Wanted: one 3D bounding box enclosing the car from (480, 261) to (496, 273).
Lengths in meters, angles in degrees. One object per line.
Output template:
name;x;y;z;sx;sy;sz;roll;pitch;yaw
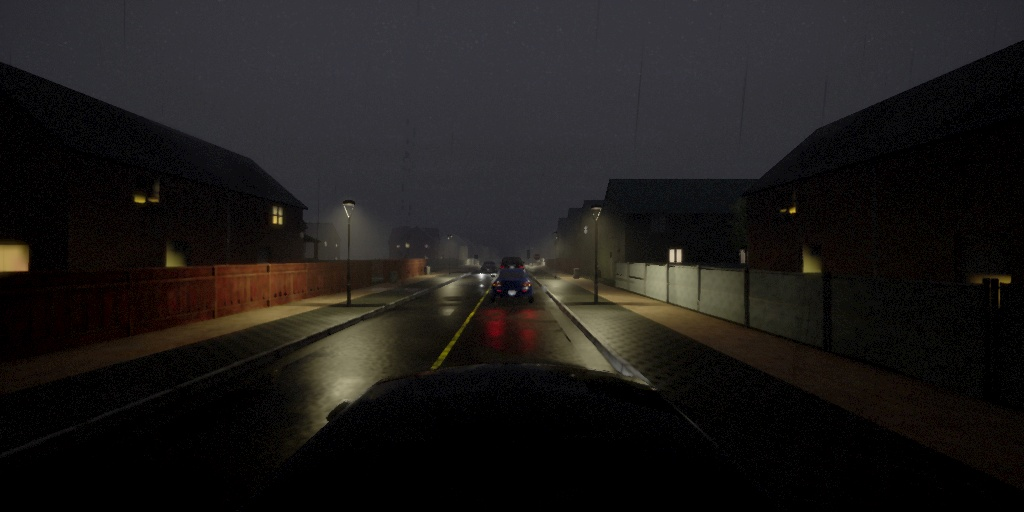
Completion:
car;-2.750;1.317;43.501;1.837;1.490;4.892;0;0;0

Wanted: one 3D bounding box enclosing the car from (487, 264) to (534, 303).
car;0.000;1.284;16.500;1.812;1.442;4.674;0;0;0

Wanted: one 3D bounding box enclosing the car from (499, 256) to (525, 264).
car;0.000;1.012;31.531;2.150;2.045;5.566;0;0;0
